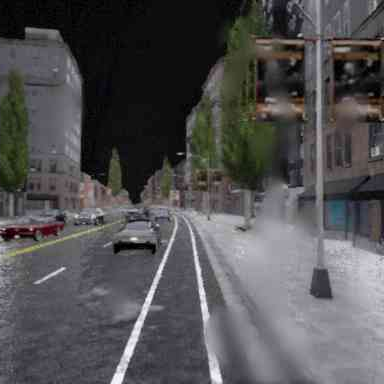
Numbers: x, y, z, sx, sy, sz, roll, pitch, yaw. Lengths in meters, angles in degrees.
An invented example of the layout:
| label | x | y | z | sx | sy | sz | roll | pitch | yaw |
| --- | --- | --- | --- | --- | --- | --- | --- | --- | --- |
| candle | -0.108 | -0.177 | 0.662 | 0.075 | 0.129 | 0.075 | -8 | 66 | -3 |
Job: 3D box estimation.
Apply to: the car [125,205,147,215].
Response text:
| label | x | y | z | sx | sy | sz | roll | pitch | yaw |
| --- | --- | --- | --- | --- | --- | --- | --- | --- | --- |
| car | -6.775 | 2.677 | 39.354 | 1.837 | 1.490 | 4.892 | 0 | -2 | -3 |

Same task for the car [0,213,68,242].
| label | x | y | z | sx | sy | sz | roll | pitch | yaw |
| --- | --- | --- | --- | --- | --- | --- | --- | --- | --- |
| car | -9.471 | 2.161 | 20.092 | 1.895 | 1.301 | 4.718 | 0 | -2 | -1 |

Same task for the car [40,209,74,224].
| label | x | y | z | sx | sy | sz | roll | pitch | yaw |
| --- | --- | --- | --- | --- | --- | --- | --- | --- | --- |
| car | -13.017 | 2.358 | 30.620 | 2.128 | 1.511 | 4.902 | 0 | -2 | -2 |

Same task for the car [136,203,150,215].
| label | x | y | z | sx | sy | sz | roll | pitch | yaw |
| --- | --- | --- | --- | --- | --- | --- | --- | --- | --- |
| car | -7.520 | 2.733 | 50.131 | 2.150 | 2.045 | 5.566 | 0 | -2 | -5 |

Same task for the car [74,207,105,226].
| label | x | y | z | sx | sy | sz | roll | pitch | yaw |
| --- | --- | --- | --- | --- | --- | --- | --- | --- | --- |
| car | -9.820 | 2.279 | 32.076 | 2.097 | 1.767 | 4.553 | 0 | -2 | -3 |

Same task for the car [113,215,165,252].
| label | x | y | z | sx | sy | sz | roll | pitch | yaw |
| --- | --- | --- | --- | --- | --- | --- | --- | --- | --- |
| car | -2.559 | 2.041 | 16.203 | 1.994 | 1.385 | 4.181 | 0 | -2 | -2 |

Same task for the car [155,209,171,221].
| label | x | y | z | sx | sy | sz | roll | pitch | yaw |
| --- | --- | --- | --- | --- | --- | --- | --- | --- | --- |
| car | -3.642 | 2.807 | 41.579 | 2.033 | 1.411 | 5.357 | 0 | -2 | -3 |
